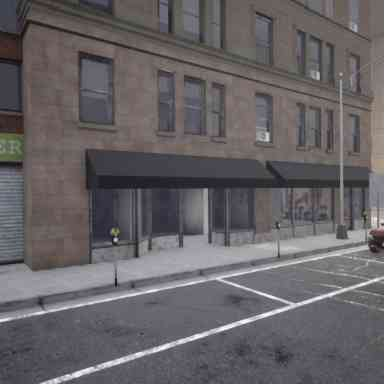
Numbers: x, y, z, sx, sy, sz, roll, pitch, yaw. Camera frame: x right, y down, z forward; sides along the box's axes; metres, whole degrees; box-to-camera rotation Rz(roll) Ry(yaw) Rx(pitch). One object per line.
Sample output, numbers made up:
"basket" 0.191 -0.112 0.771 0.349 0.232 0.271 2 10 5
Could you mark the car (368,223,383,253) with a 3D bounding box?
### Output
"car" 8.403 1.542 12.585 4.507 1.381 1.887 0 -1 -36
